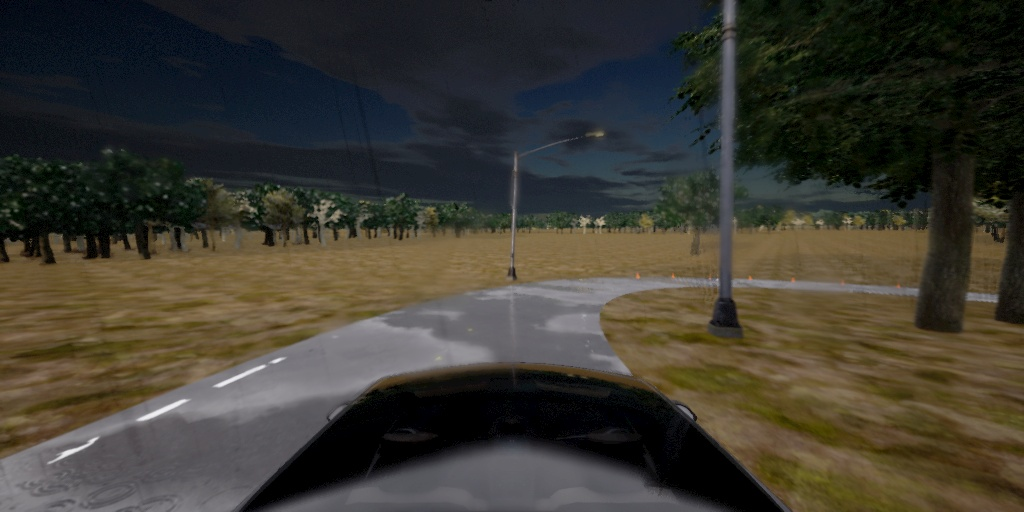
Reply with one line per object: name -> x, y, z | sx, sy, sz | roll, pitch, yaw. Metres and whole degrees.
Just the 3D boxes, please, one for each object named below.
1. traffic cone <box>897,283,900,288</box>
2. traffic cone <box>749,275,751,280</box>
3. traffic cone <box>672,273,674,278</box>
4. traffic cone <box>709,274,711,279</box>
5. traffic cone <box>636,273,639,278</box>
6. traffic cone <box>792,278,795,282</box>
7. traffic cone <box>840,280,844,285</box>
traffic cone -> 43.476, 3.329, 40.326 | 0.340, 0.580, 0.340 | 0, 0, 17
traffic cone -> 27.468, 2.504, 41.405 | 0.340, 0.580, 0.340 | 0, 0, -8
traffic cone -> 17.178, 2.074, 38.267 | 0.340, 0.580, 0.340 | 0, 0, -25
traffic cone -> 22.211, 2.278, 40.210 | 0.340, 0.580, 0.340 | 0, 0, -17
traffic cone -> 12.477, 1.899, 35.614 | 0.340, 0.580, 0.340 | 0, 0, -33
traffic cone -> 32.840, 2.755, 41.826 | 0.340, 0.580, 0.340 | 0, 0, 0
traffic cone -> 38.214, 3.030, 41.463 | 0.340, 0.580, 0.340 | 0, 0, 8
